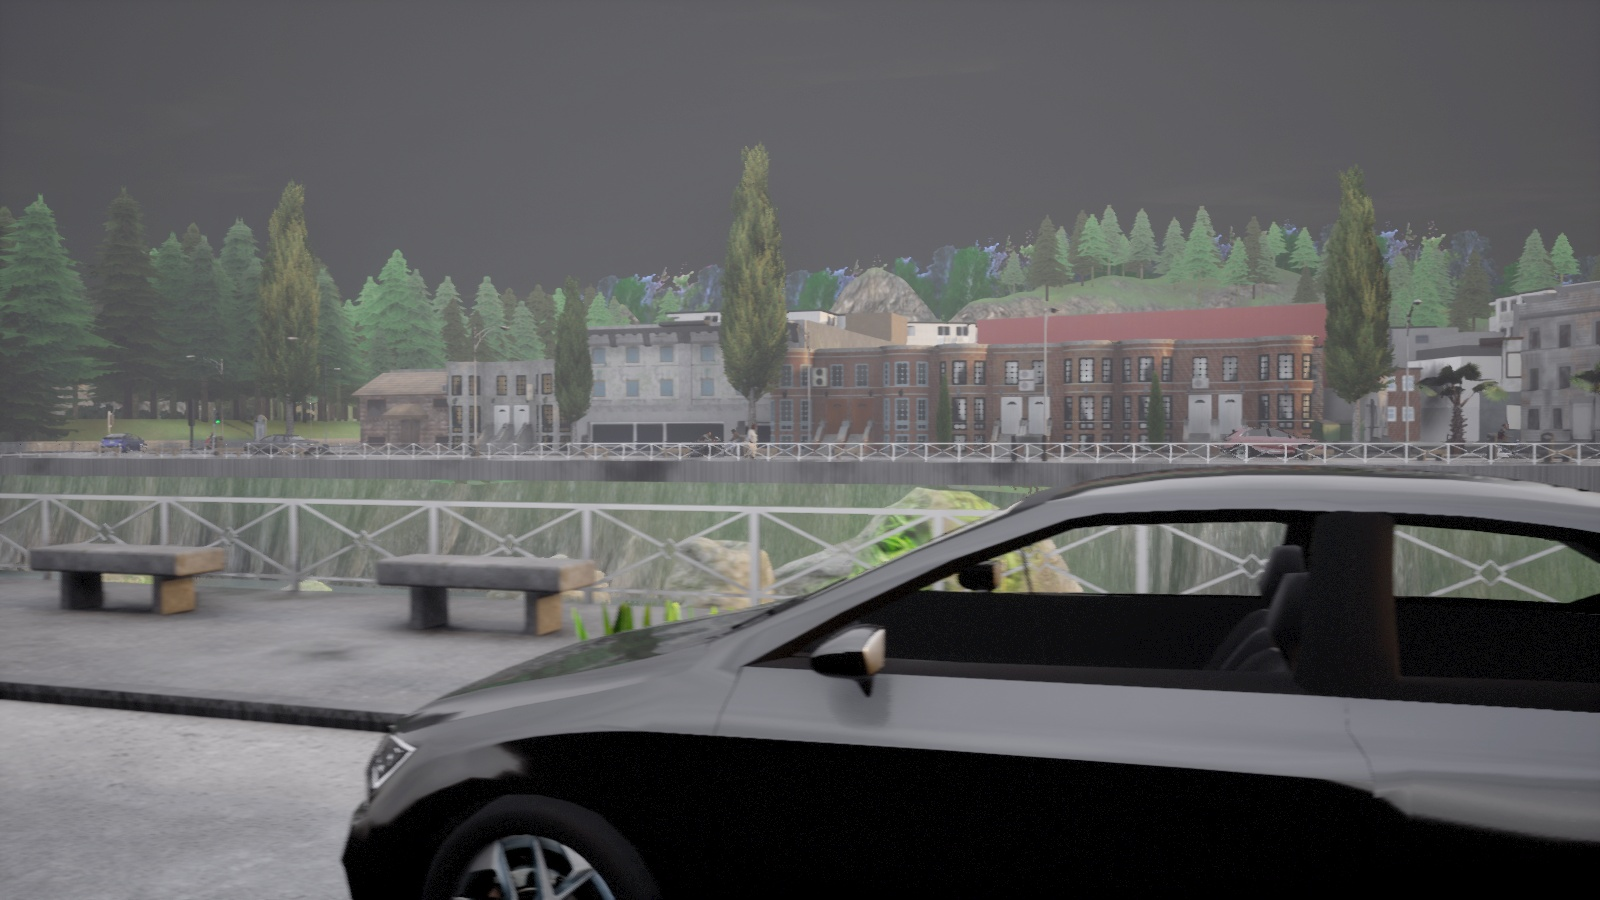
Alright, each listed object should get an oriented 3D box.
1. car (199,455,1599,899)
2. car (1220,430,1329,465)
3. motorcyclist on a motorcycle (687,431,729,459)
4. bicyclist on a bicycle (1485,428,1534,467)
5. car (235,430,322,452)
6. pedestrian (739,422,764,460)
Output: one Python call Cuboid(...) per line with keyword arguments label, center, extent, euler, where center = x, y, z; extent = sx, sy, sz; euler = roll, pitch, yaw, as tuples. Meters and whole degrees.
Cuboid(label="car", center=(0.705, 0.787, 3.484), extent=(4.193, 1.474, 1.816), euler=(1, 1, 19))
Cuboid(label="car", center=(22.997, -0.134, 61.044), extent=(4.856, 1.649, 2.033), euler=(1, 1, 19))
Cuboid(label="motorcyclist on a motorcycle", center=(-5.175, -0.287, 70.512), extent=(2.191, 1.530, 0.866), euler=(1, 1, 19))
Cuboid(label="bicyclist on a bicycle", center=(32.640, -0.106, 57.803), extent=(1.843, 1.776, 0.659), euler=(0, 1, 19))
Cuboid(label="car", center=(-35.225, -0.617, 84.828), extent=(5.357, 1.411, 2.033), euler=(1, 1, 19))
Cuboid(label="pedestrian", center=(-2.403, -0.463, 61.842), extent=(0.900, 1.855, 0.874), euler=(1, 1, 29))
